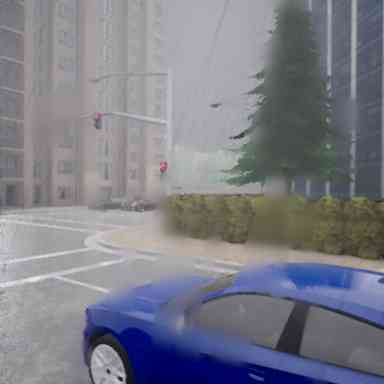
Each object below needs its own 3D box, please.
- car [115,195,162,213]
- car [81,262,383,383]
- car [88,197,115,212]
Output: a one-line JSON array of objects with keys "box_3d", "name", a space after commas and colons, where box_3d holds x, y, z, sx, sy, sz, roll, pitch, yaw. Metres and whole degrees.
[{"box_3d": [-4.954, 1.115, 33.273, 2.097, 1.767, 4.553, 1, 0, 36], "name": "car"}, {"box_3d": [0.965, 1.467, 3.260, 5.008, 1.535, 1.882, 1, 0, 36], "name": "car"}, {"box_3d": [-8.511, 1.251, 34.307, 1.812, 1.442, 4.674, 1, 0, 36], "name": "car"}]
